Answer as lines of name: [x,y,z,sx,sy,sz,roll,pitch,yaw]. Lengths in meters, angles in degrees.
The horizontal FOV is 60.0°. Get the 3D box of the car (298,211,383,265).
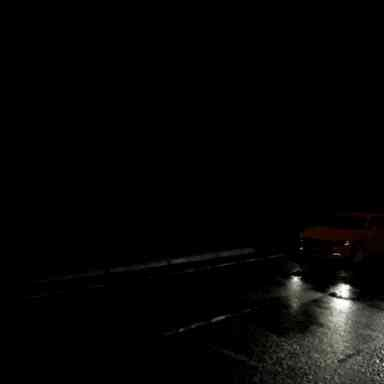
car: [5.862,1.474,11.860,5.008,1.535,1.882,0,0,-36]
